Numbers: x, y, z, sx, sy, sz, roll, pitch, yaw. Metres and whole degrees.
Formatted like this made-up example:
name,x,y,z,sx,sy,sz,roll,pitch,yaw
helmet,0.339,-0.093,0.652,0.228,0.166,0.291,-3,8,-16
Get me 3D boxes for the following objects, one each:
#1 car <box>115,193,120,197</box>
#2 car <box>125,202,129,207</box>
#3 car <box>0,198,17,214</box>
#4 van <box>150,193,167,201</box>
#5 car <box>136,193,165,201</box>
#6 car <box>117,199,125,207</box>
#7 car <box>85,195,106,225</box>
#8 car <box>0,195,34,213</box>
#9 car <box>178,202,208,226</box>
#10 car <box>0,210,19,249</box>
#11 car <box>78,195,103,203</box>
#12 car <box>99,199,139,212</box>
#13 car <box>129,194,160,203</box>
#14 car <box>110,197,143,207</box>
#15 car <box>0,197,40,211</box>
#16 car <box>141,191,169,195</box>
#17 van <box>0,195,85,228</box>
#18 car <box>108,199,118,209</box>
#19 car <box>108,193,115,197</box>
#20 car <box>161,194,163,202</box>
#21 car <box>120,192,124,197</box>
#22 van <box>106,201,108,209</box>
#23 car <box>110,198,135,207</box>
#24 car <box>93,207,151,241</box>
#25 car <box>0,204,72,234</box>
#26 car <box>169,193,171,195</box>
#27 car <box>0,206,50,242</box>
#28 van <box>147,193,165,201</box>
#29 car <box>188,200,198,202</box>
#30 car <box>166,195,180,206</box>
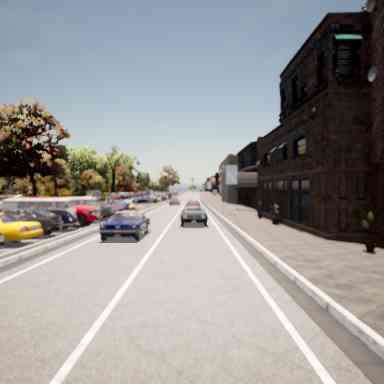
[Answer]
name,x,y,z,sx,sy,sz,roll,pitch,yaw
car,-21.679,1.609,85.539,4.792,1.488,2.163,0,0,0
car,-9.264,1.684,34.286,4.674,1.452,2.002,0,0,0
car,-22.359,1.525,37.014,4.553,1.767,2.185,0,0,0
van,-9.205,1.360,91.142,4.442,1.987,1.878,0,0,0
car,-9.406,1.563,74.309,5.366,1.575,1.946,0,0,0
car,-9.247,1.664,31.503,4.792,1.488,2.163,0,0,0
car,-9.291,1.355,23.154,5.566,2.045,2.435,0,0,0
car,-22.341,1.409,39.925,5.566,2.045,2.435,0,0,0
car,0.141,1.686,24.288,1.895,1.301,4.718,0,0,0
car,-9.384,1.568,12.021,4.892,1.521,2.231,0,0,0
car,-21.791,1.433,71.545,4.553,1.767,2.185,0,0,0
car,-9.234,1.711,42.494,4.674,1.452,2.002,-1,0,1
car,-9.317,1.583,65.830,4.792,1.488,2.163,0,0,0
car,-9.047,1.659,39.851,5.366,1.575,1.946,0,0,0
car,-22.267,1.544,42.709,4.553,1.767,2.185,0,0,0
car,-9.126,1.326,82.785,5.566,2.045,2.435,0,0,0
van,-9.217,1.372,20.371,4.442,1.987,1.878,0,0,0
car,-9.284,1.626,28.720,4.892,1.521,2.231,0,0,0
car,-21.760,1.572,80.017,4.892,1.521,2.231,0,0,0
car,-9.246,1.602,71.482,4.674,1.452,2.002,0,0,0
car,-21.658,1.332,88.363,5.566,2.045,2.435,0,0,0
van,-9.189,1.390,25.813,4.442,1.987,1.878,0,0,0
car,-9.276,1.683,37.069,4.792,1.488,2.163,0,0,0
car,-3.321,1.665,17.122,1.895,1.301,4.718,0,0,0
car,-9.342,1.589,17.587,4.892,1.521,2.231,0,0,0
car,-9.067,1.606,94.100,4.674,1.452,2.002,0,1,0
car,-9.549,1.574,14.805,5.366,1.575,1.946,0,0,0
van,-9.248,1.356,85.611,4.442,1.987,1.878,0,0,0
car,0.170,1.696,41.114,1.994,1.385,4.181,0,0,0
car,-3.188,1.692,60.296,1.812,1.442,4.674,0,0,1
